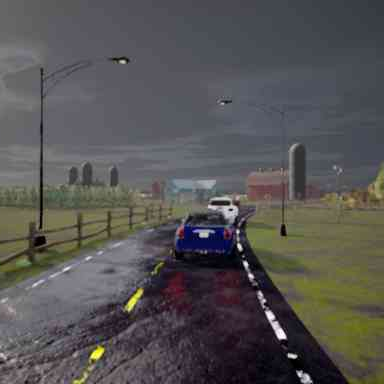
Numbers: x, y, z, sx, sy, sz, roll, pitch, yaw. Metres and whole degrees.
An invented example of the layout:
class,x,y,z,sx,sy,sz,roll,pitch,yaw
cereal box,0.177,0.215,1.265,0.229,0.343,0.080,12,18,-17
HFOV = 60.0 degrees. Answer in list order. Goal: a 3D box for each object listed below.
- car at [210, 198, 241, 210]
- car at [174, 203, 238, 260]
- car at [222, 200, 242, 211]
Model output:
class,x,y,z,sx,sy,sz,roll,pitch,yaw
car,2.548,1.493,27.084,2.150,2.045,5.566,0,0,11
car,0.617,1.480,13.226,2.097,1.767,4.553,0,-1,6
car,6.072,1.986,50.252,1.882,1.535,5.008,0,-1,20
